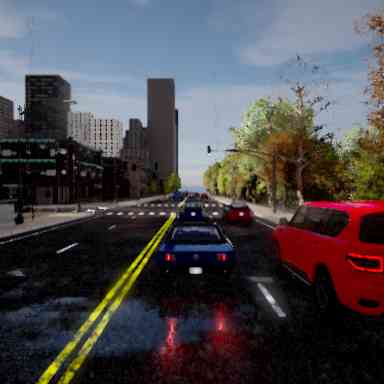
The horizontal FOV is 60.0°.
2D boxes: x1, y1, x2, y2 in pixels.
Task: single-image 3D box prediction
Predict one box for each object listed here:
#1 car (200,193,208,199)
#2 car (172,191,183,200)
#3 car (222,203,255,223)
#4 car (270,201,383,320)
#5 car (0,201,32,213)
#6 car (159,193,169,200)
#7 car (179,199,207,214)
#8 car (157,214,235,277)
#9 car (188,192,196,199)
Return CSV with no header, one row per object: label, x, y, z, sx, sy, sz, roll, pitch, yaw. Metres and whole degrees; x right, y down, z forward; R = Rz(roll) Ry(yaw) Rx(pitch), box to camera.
car,3.193,0.959,87.603,2.097,1.767,4.553,0,0,0
car,-3.299,0.883,77.492,2.150,2.045,5.566,0,0,0
car,3.336,1.458,24.444,1.994,1.385,4.181,0,0,0
car,3.346,1.189,7.355,2.150,2.045,5.566,0,0,0
car,-19.977,1.661,36.770,4.313,1.339,1.947,-1,1,0
car,-6.549,1.014,77.550,2.097,1.767,4.553,0,0,0
car,0.080,1.458,24.509,1.994,1.385,4.181,0,0,0
car,0.095,1.557,10.057,1.895,1.301,4.718,0,0,0
car,-0.057,1.145,87.216,2.033,1.411,5.357,0,0,0
